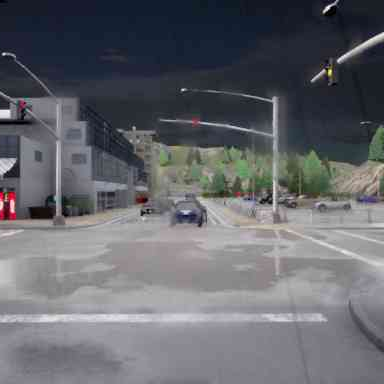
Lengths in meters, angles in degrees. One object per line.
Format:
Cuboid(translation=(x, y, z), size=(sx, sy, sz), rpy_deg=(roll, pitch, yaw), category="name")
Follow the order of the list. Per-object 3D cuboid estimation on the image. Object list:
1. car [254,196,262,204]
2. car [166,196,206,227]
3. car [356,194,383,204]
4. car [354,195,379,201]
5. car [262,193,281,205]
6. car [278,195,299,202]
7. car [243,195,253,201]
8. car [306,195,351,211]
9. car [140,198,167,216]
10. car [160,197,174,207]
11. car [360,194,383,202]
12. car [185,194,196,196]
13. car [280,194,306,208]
Cuboid(translation=(13.467, 1.113, 56.657), size=(4.605, 1.855, 1.932), rpy_deg=(0, 0, 0), category="car")
Cuboid(translation=(-0.167, 1.357, 23.141), size=(2.097, 1.767, 4.553), rpy_deg=(0, 0, 6), category="car")
Cuboid(translation=(31.998, 1.335, 60.363), size=(3.633, 1.501, 1.845), rpy_deg=(0, 0, 0), category="car")
Cuboid(translation=(39.542, 1.355, 75.384), size=(4.514, 1.523, 2.007), rpy_deg=(0, 0, 0), category="car")
Cuboid(translation=(13.894, 1.092, 53.753), size=(3.866, 1.878, 1.905), rpy_deg=(0, 0, 0), category="car")
Cuboid(translation=(20.944, 1.399, 72.299), size=(3.806, 1.475, 1.970), rpy_deg=(0, 0, 0), category="car")
Cuboid(translation=(13.509, 1.389, 75.241), size=(3.633, 1.501, 1.845), rpy_deg=(0, 0, 0), category="car")
Cuboid(translation=(14.316, 1.247, 34.543), size=(3.806, 1.475, 1.970), rpy_deg=(0, 0, 0), category="car")
Cuboid(translation=(-3.755, 1.564, 32.046), size=(1.994, 1.385, 4.181), rpy_deg=(0, 0, 0), category="car")
Cuboid(translation=(-3.835, 1.525, 51.592), size=(1.812, 1.442, 4.674), rpy_deg=(0, 0, 0), category="car")
Cuboid(translation=(39.611, 1.346, 72.248), size=(5.027, 1.636, 2.152), rpy_deg=(0, 0, 0), category="car")
Cuboid(translation=(-0.291, 1.547, 58.011), size=(2.033, 1.411, 5.357), rpy_deg=(0, 0, 0), category="car")
Cuboid(translation=(13.960, 1.169, 40.959), size=(5.027, 1.636, 2.152), rpy_deg=(0, 0, 0), category="car")
